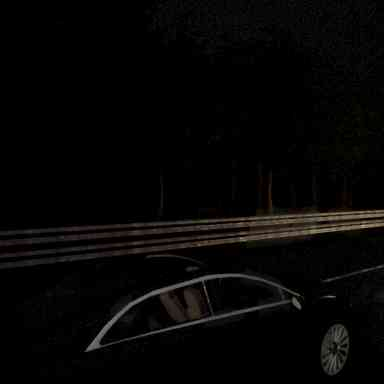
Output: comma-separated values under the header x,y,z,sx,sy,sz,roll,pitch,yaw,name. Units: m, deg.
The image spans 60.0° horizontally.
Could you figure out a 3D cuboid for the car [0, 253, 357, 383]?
x,y,z,sx,sy,sz,roll,pitch,yaw,name
0.003,1.494,3.874,4.902,1.511,2.128,0,0,-36,car
